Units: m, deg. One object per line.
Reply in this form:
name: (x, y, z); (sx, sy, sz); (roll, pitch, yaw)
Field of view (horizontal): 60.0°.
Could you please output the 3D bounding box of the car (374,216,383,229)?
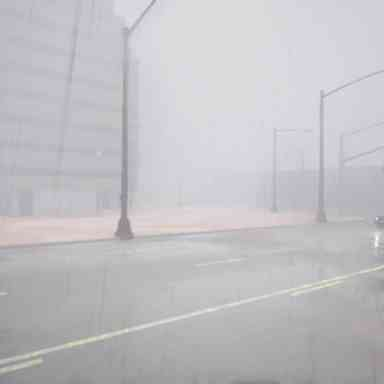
car: (14.477, 1.872, 22.823); (4.718, 1.301, 1.895); (1, 0, -35)
